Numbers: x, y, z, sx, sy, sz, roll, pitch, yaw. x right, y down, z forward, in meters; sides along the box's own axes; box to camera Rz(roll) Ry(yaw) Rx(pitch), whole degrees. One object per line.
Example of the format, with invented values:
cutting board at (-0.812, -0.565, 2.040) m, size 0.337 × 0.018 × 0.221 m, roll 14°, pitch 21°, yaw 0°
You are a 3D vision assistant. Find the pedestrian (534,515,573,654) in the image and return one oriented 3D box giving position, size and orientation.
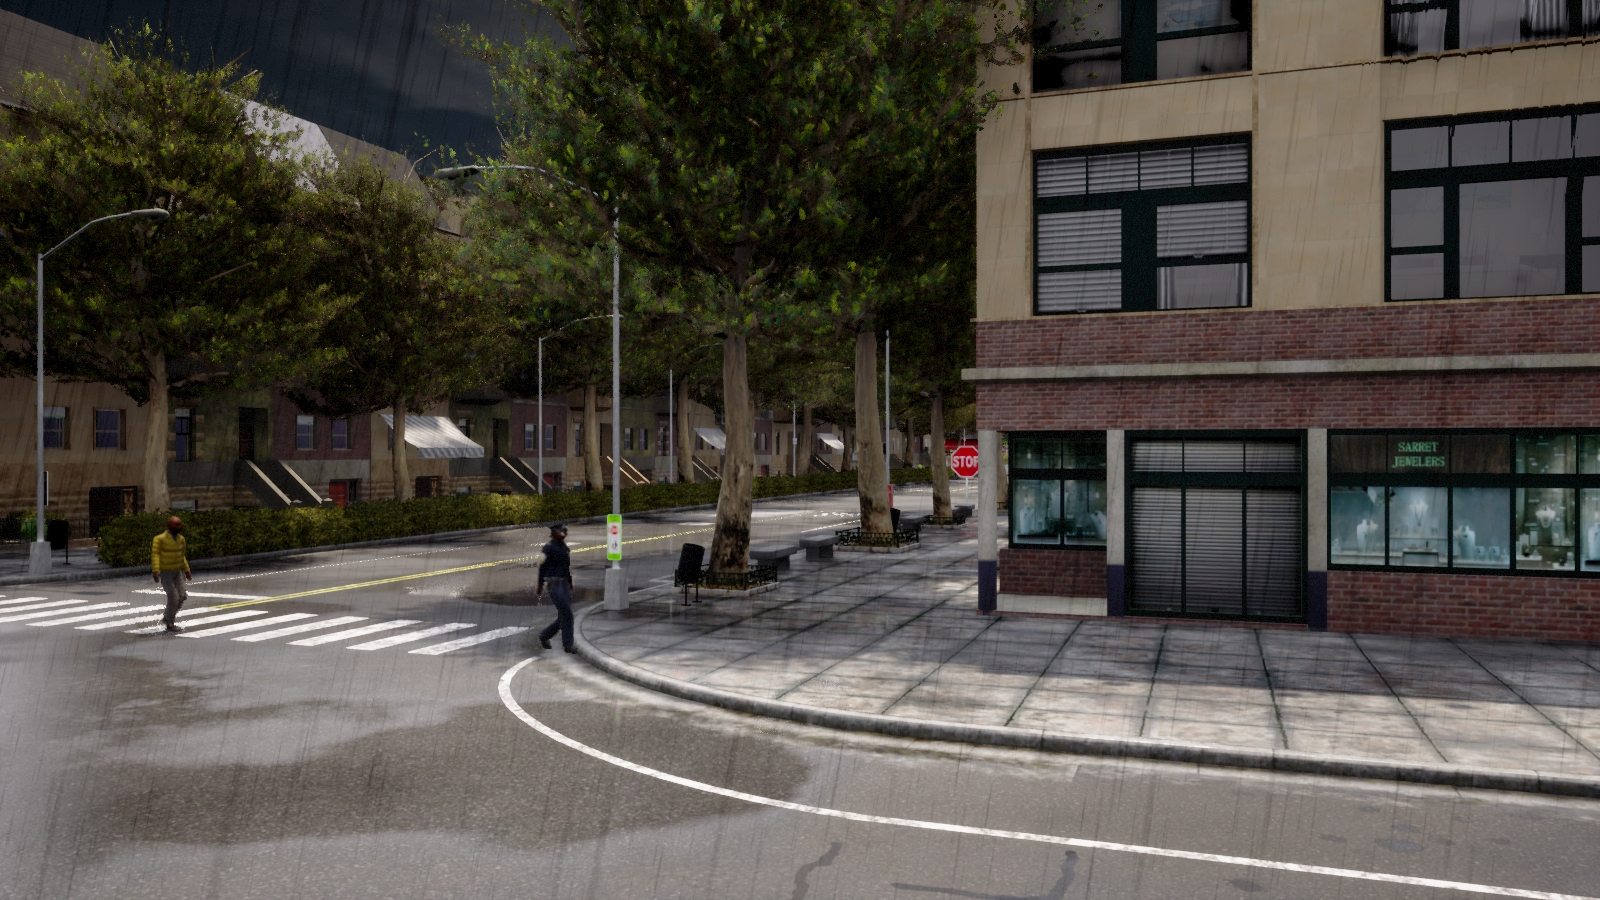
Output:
pedestrian at (-3.416, 1.851, 15.816) m, size 0.375 × 1.860 × 0.375 m, roll 0°, pitch 0°, yaw 28°

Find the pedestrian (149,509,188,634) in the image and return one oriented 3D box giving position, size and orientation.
pedestrian at (-9.698, 1.855, 17.550) m, size 0.375 × 1.860 × 0.375 m, roll 0°, pitch 0°, yaw 20°

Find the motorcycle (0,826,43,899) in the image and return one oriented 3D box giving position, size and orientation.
motorcycle at (-4.339, 2.215, 4.877) m, size 2.033 × 1.145 × 0.803 m, roll 0°, pitch 0°, yaw 20°
